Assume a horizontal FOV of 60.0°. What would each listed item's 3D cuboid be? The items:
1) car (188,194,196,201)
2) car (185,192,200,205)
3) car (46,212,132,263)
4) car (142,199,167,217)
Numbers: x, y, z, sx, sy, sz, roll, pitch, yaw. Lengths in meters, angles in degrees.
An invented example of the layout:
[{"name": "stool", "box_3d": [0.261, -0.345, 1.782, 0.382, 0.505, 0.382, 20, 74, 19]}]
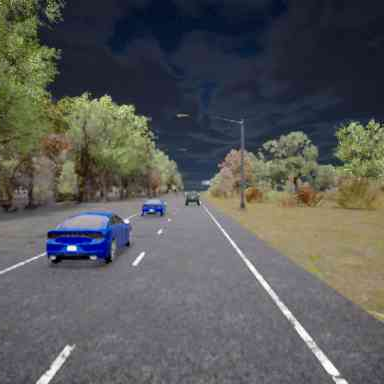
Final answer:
[{"name": "car", "box_3d": [-0.004, 1.226, 73.060, 1.882, 1.535, 5.008, 0, 0, 0]}, {"name": "car", "box_3d": [0.098, 1.035, 53.526, 2.150, 2.045, 5.566, 0, 0, 0]}, {"name": "car", "box_3d": [-3.403, 1.435, 11.893, 1.882, 1.535, 5.008, 0, 0, 0]}, {"name": "car", "box_3d": [-3.403, 1.370, 30.515, 1.882, 1.535, 5.008, 0, 0, 0]}]
